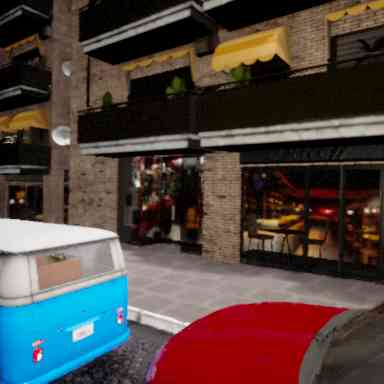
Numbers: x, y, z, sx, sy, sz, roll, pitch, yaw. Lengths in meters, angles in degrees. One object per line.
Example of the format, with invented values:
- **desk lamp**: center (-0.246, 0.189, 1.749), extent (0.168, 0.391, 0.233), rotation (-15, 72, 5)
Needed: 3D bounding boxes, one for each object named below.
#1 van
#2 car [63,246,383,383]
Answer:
- **van**: center (-2.726, 1.324, 4.793), extent (3.998, 1.788, 1.690), rotation (0, 1, 36)
- **car**: center (1.913, 1.318, 1.485), extent (5.009, 1.841, 2.192), rotation (0, 1, 36)
